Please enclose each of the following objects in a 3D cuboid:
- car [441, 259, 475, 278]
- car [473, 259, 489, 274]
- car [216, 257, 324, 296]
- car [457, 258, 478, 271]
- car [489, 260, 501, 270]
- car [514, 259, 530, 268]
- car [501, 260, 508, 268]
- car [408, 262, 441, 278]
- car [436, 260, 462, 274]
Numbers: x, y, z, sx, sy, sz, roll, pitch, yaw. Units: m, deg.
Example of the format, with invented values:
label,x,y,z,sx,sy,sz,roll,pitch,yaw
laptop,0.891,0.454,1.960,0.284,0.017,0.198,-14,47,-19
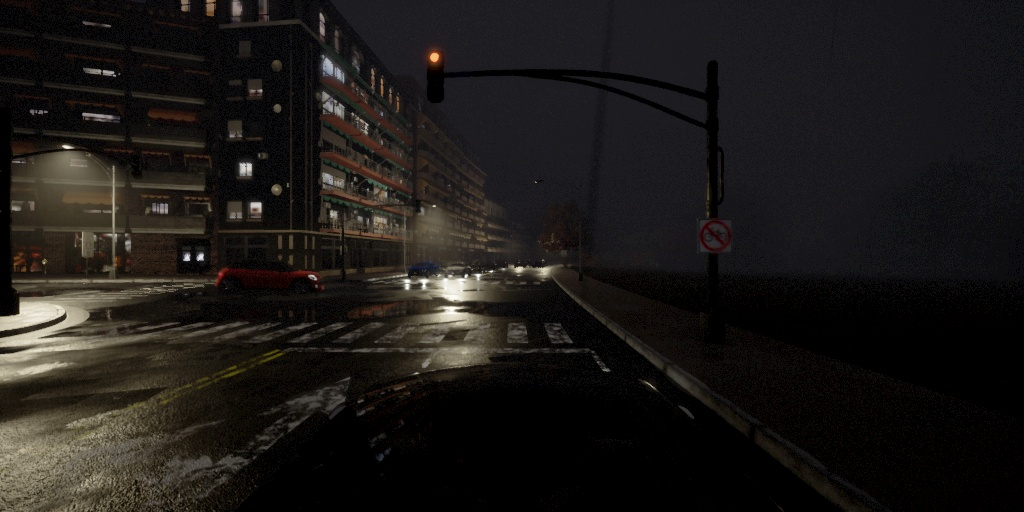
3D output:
label,x,y,z,sx,sy,sz,roll,pitch,yaw
car,-5.230,1.336,35.142,1.812,1.442,4.674,0,0,5
car,-4.437,1.350,43.995,1.837,1.490,4.892,0,0,6
car,-12.370,1.007,18.720,4.553,1.767,2.097,3,0,-20
car,-6.580,1.236,54.024,2.097,1.767,4.553,0,0,7
car,-3.318,1.449,53.916,1.994,1.385,4.181,0,0,8
car,1.528,1.489,64.987,2.033,1.411,5.357,0,0,9
car,-1.892,1.413,64.285,1.882,1.535,5.008,0,0,9
car,-8.515,1.287,34.818,1.882,1.535,5.008,0,0,4
car,-7.667,1.323,44.350,1.882,1.535,5.008,0,0,6
